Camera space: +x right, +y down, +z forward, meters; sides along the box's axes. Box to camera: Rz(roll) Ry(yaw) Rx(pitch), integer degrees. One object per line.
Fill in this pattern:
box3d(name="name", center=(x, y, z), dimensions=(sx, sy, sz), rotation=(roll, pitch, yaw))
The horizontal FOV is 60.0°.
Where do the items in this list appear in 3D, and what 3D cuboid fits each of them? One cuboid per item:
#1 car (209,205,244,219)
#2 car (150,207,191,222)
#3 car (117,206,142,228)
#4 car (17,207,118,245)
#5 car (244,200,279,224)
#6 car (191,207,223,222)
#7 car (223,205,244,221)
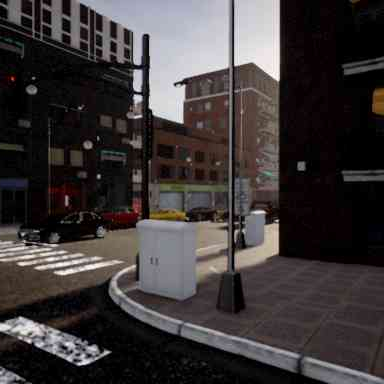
box3d(name="car", center=(3.894, 2.145, 36.632), dimensions=(1.752, 1.417, 4.829), rotation=(-1, -2, 35))
box3d(name="car", center=(-2.424, 1.937, 27.571), dimensions=(1.752, 1.417, 4.829), rotation=(-1, -2, 35))
box3d(name="car", center=(-5.486, 1.751, 23.182), dimensions=(1.967, 1.590, 4.097), rotation=(-1, -2, 35))
box3d(name="car", center=(-6.372, 1.721, 17.103), dimensions=(1.837, 1.490, 4.892), rotation=(0, -1, 32))
box3d(name="car", center=(7.387, 1.820, 31.499), dimensions=(2.150, 2.045, 5.566), rotation=(0, -1, 35))
box3d(name="car", center=(0.832, 2.085, 32.240), dimensions=(1.947, 1.339, 4.313), rotation=(-1, -2, 35))
box3d(name="car", center=(4.696, 2.185, 33.225), dimensions=(1.895, 1.301, 4.718), rotation=(0, -1, 35))
